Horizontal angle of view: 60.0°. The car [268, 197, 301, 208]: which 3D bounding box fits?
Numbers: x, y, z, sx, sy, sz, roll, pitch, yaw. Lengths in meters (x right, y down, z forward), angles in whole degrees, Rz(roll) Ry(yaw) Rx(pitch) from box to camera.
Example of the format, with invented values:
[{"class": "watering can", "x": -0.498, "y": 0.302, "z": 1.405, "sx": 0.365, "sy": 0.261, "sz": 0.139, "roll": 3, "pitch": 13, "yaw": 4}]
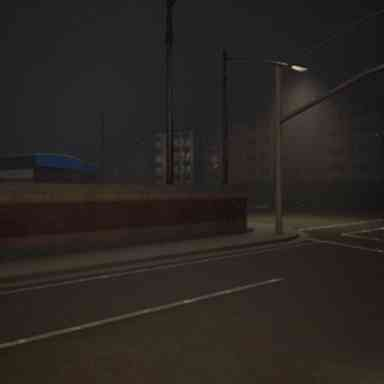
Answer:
[{"class": "car", "x": 11.804, "y": 1.296, "z": 42.684, "sx": 1.994, "sy": 1.385, "sz": 4.181, "roll": 0, "pitch": 0, "yaw": -38}]
